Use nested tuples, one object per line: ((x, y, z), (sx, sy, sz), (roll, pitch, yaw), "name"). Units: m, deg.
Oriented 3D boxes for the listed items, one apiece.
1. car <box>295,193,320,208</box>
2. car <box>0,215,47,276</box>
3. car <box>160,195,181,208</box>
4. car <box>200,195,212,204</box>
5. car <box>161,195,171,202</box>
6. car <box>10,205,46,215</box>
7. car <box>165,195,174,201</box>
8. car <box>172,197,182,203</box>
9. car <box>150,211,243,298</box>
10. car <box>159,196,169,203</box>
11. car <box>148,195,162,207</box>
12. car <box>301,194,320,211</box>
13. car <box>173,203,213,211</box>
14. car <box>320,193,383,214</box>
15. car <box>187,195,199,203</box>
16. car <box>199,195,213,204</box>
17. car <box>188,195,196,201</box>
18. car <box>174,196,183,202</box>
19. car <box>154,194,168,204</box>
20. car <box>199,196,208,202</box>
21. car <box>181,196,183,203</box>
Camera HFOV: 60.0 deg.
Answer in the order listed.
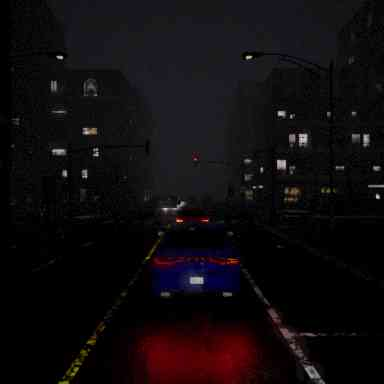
((14.521, 1.015, 38.156), (5.009, 1.841, 2.192), (-1, 1, -1), "car")
((-5.750, 1.582, 9.796), (1.802, 1.307, 4.206), (0, 0, 0), "car")
((-3.130, 1.560, 49.190), (2.033, 1.411, 5.357), (0, 0, -1), "car")
((2.625, 1.461, 63.195), (1.967, 1.590, 4.097), (0, 0, 0), "car")
((-5.767, 1.470, 74.549), (1.967, 1.590, 4.097), (0, 0, 0), "car")
((-16.708, 1.888, 32.080), (4.718, 1.301, 1.895), (-1, 0, -1), "car")
((-5.779, 1.480, 85.915), (1.967, 1.590, 4.097), (0, 0, 0), "car")
((-3.081, 1.626, 68.180), (1.895, 1.301, 4.718), (0, 0, 0), "car")
((0.094, 1.477, 8.590), (1.882, 1.535, 5.008), (0, 0, 0), "car")
((-5.761, 1.551, 68.697), (1.752, 1.417, 4.829), (0, 0, 0), "car")
((-5.743, 1.580, 51.819), (1.947, 1.339, 4.313), (0, 0, 0), "car")
((14.747, 1.205, 35.587), (4.892, 1.490, 1.837), (-1, 0, -1), "car")
((0.080, 1.526, 17.931), (1.812, 1.442, 4.674), (0, 0, 1), "car")
((14.664, 1.029, 29.778), (5.009, 1.841, 2.192), (-1, 1, -1), "car")
((0.038, 1.498, 62.544), (1.882, 1.535, 5.008), (0, 0, 0), "car")
((2.630, 1.458, 57.512), (1.967, 1.590, 4.097), (0, 0, 0), "car")
((-0.092, 1.570, 90.509), (2.128, 1.511, 4.902), (0, 0, 0), "car")
((-3.082, 1.621, 78.519), (1.895, 1.301, 4.718), (0, 0, 0), "car")
((-5.756, 1.336, 63.184), (2.192, 1.841, 5.009), (0, 0, 0), "car")
((2.614, 1.612, 74.560), (1.802, 1.307, 4.206), (0, 0, 0), "car")
((-3.139, 1.370, 58.672), (2.097, 1.767, 4.553), (0, 0, 0), "car")
